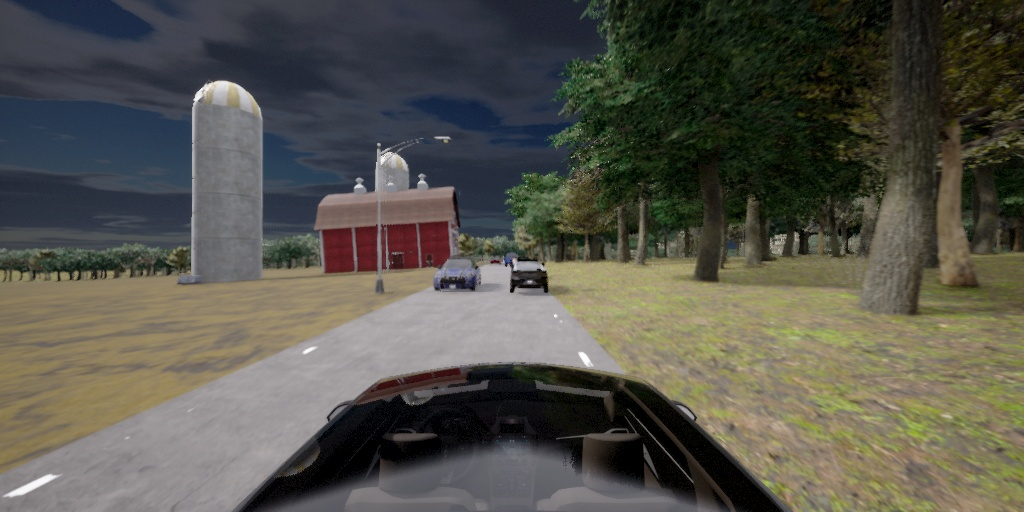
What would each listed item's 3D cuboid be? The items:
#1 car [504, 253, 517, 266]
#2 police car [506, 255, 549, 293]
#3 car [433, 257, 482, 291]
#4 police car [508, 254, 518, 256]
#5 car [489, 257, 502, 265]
[{"bbox_3d":[-0.002,0.526,55.078,2.150,2.045,5.566,0,0,0],"label":"car"},{"bbox_3d":[0.822,0.952,19.041,1.930,1.638,5.238,0,1,0],"label":"police car"},{"bbox_3d":[-2.840,0.875,19.438,2.097,1.767,4.553,0,1,0],"label":"car"},{"bbox_3d":[0.820,0.863,29.044,1.930,1.638,5.238,0,0,0],"label":"police car"},{"bbox_3d":[-2.779,0.889,60.950,1.895,1.301,4.718,0,0,1],"label":"car"}]
